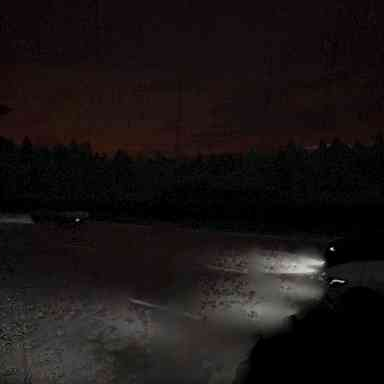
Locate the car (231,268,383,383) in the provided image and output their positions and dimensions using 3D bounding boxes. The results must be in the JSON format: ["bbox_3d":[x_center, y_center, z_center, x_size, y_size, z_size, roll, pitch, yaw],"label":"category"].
[{"bbox_3d":[2.610,1.601,2.128,4.718,1.301,1.895,0,0,35],"label":"car"}]

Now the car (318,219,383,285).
[{"bbox_3d":[5.670,1.563,8.545,4.181,1.385,1.994,0,0,35],"label":"car"}]

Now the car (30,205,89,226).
[{"bbox_3d":[-9.509,1.600,23.665,4.718,1.301,1.895,0,0,35],"label":"car"}]

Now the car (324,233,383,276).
[{"bbox_3d":[4.510,1.526,5.073,4.674,1.442,1.812,0,0,35],"label":"car"}]
